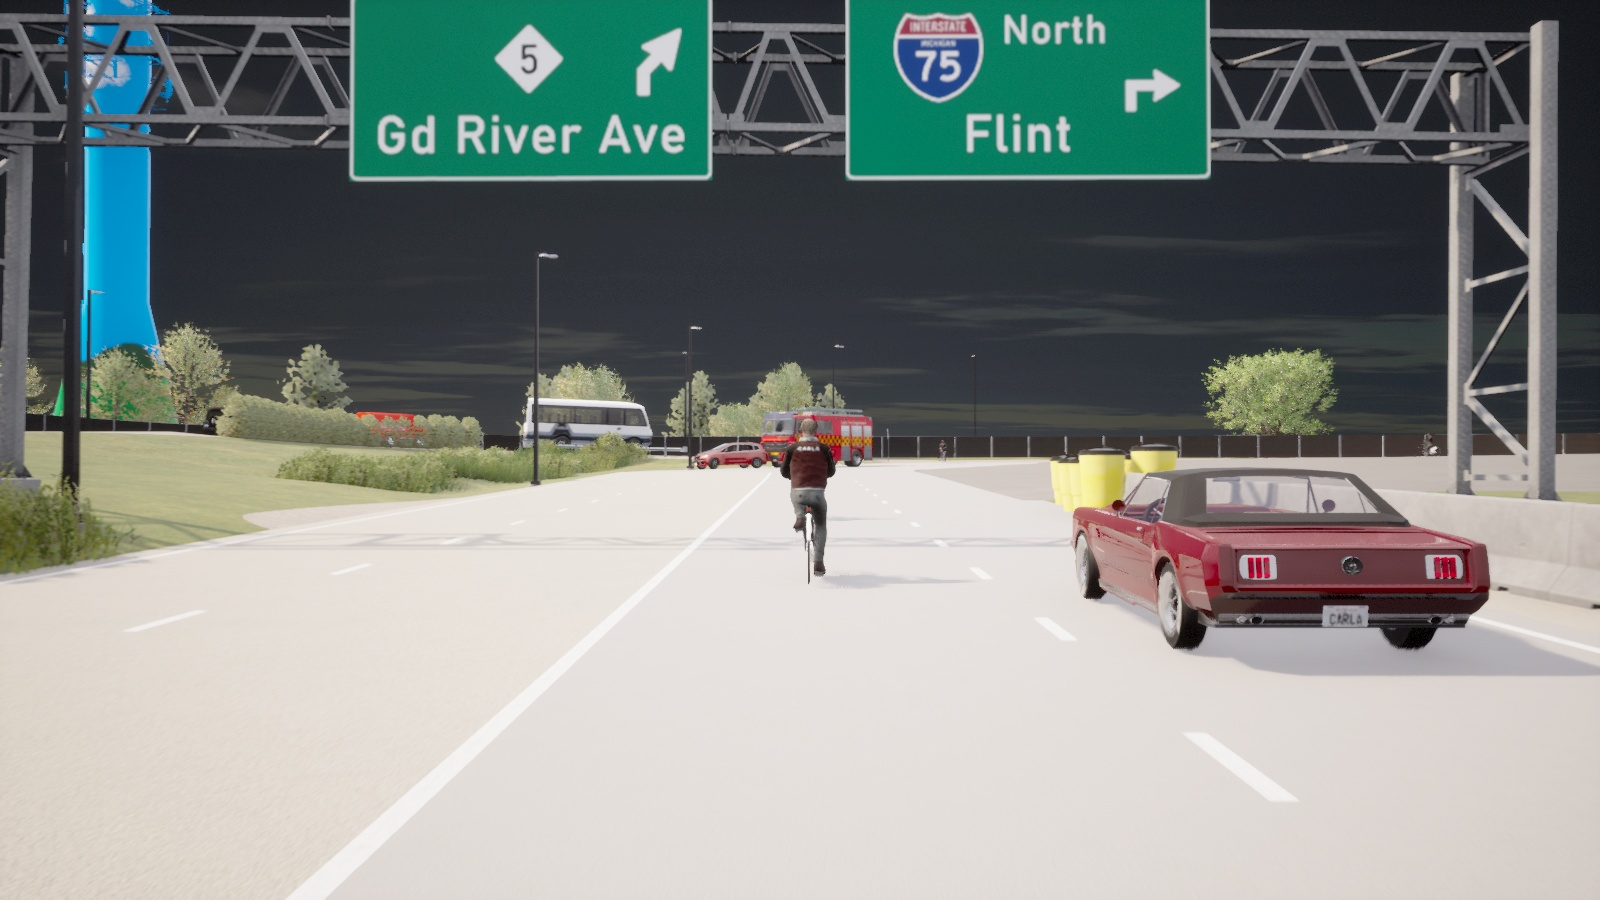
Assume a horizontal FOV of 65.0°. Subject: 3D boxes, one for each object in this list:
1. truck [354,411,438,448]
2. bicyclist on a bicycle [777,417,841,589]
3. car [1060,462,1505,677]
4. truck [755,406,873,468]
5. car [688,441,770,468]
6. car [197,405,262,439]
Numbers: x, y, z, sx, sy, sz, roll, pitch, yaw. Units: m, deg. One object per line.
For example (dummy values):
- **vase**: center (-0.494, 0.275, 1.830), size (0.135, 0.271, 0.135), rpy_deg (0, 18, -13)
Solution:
- **truck**: center (-29.304, -1.430, 91.194), size (2.627, 2.467, 5.204), rpy_deg (0, -1, 36)
- **bicyclist on a bicycle**: center (0.096, 0.539, 13.877), size (0.659, 1.776, 1.843), rpy_deg (0, 1, 0)
- **car**: center (3.575, 0.792, 10.401), size (1.895, 1.301, 4.718), rpy_deg (0, 0, 0)
- **truck**: center (1.008, -0.786, 82.009), size (2.891, 3.827, 8.468), rpy_deg (0, 0, 41)
- **car**: center (-4.420, 0.287, 78.579), size (4.611, 1.667, 2.242), rpy_deg (0, -1, -27)
- **car**: center (-35.319, -1.693, 77.857), size (1.905, 1.878, 3.866), rpy_deg (0, -2, 7)
